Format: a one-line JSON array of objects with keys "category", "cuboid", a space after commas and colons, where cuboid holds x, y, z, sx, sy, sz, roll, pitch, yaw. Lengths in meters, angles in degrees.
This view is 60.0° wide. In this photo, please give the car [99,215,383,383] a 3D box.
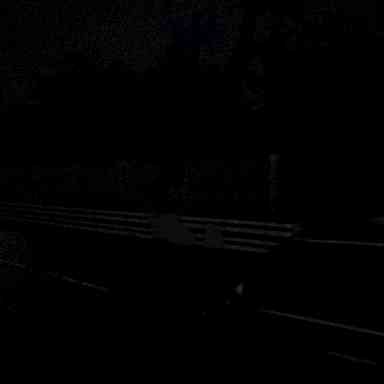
[{"category": "car", "cuboid": [1.649, 1.219, 2.816, 5.566, 2.045, 2.150, 1, 1, 36]}]
